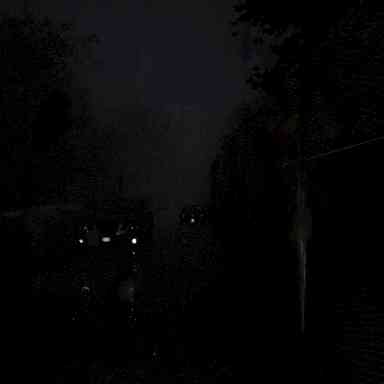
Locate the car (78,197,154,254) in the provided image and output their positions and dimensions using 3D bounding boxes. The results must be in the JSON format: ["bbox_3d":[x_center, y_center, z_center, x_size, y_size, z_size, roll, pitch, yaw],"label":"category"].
[{"bbox_3d":[-2.869,1.248,13.872,2.150,2.045,5.566,0,0,0],"label":"car"}]

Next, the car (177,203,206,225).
[{"bbox_3d":[0.051,1.722,25.406,1.895,1.301,4.718,0,-1,0],"label":"car"}]

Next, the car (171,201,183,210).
[{"bbox_3d":[-2.170,2.165,54.689,2.033,1.411,5.357,0,-1,4],"label":"car"}]
